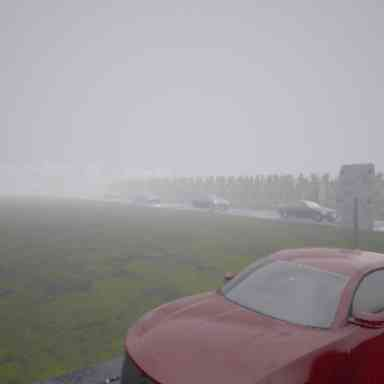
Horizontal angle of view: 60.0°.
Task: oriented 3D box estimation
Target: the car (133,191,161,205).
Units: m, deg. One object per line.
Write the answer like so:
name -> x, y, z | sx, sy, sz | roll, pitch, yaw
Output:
car -> -6.238, 0.943, 45.356 | 2.033, 1.411, 5.357 | 1, 0, -35

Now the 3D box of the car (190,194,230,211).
car -> 1.799, 0.988, 34.142 | 2.097, 1.767, 4.553 | 1, 0, -36

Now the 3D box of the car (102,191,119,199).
car -> -15.434, 0.585, 63.176 | 2.128, 1.511, 4.902 | 1, 0, -36

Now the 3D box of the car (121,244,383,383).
car -> 1.601, 1.495, 4.169 | 5.008, 1.535, 1.882 | 0, 0, -35

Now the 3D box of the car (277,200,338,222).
car -> 8.479, 1.365, 24.774 | 1.812, 1.442, 4.674 | 1, 0, -34

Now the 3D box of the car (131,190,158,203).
car -> -7.493, 0.678, 52.139 | 2.097, 1.767, 4.553 | 1, 0, -37
